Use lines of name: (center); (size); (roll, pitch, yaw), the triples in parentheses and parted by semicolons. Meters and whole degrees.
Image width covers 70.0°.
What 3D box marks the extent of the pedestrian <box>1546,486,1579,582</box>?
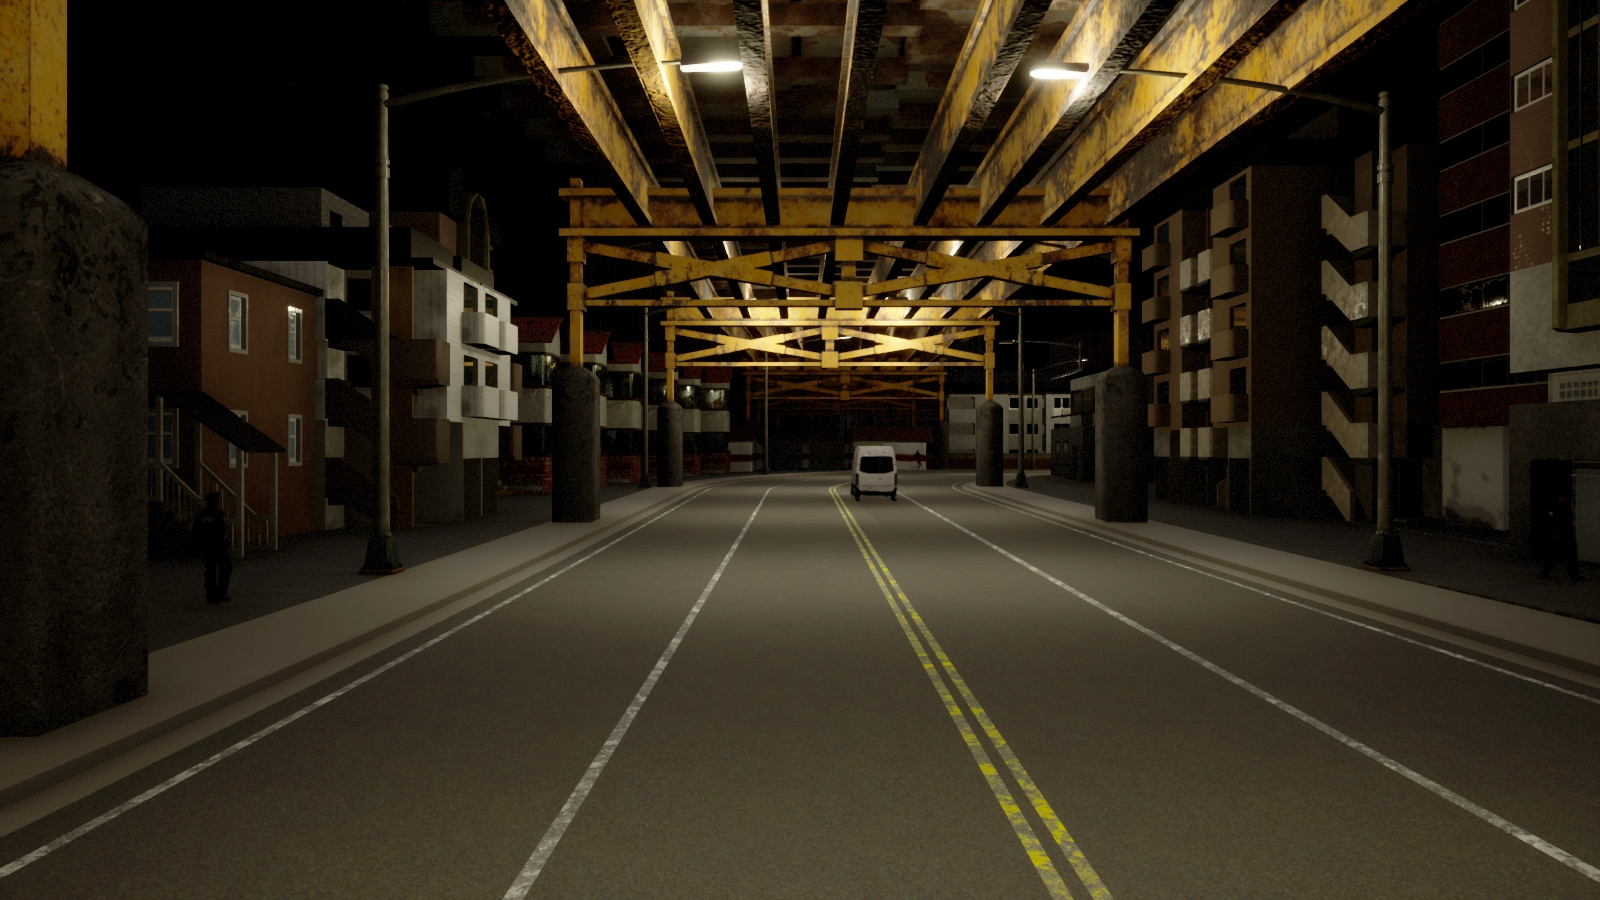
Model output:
pedestrian: (14.954, 1.639, 22.403); (0.375, 1.860, 0.375); (0, 0, -10)

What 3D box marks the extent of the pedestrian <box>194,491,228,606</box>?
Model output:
pedestrian: (-9.761, 1.624, 18.946); (0.375, 1.860, 0.375); (0, 0, 1)
